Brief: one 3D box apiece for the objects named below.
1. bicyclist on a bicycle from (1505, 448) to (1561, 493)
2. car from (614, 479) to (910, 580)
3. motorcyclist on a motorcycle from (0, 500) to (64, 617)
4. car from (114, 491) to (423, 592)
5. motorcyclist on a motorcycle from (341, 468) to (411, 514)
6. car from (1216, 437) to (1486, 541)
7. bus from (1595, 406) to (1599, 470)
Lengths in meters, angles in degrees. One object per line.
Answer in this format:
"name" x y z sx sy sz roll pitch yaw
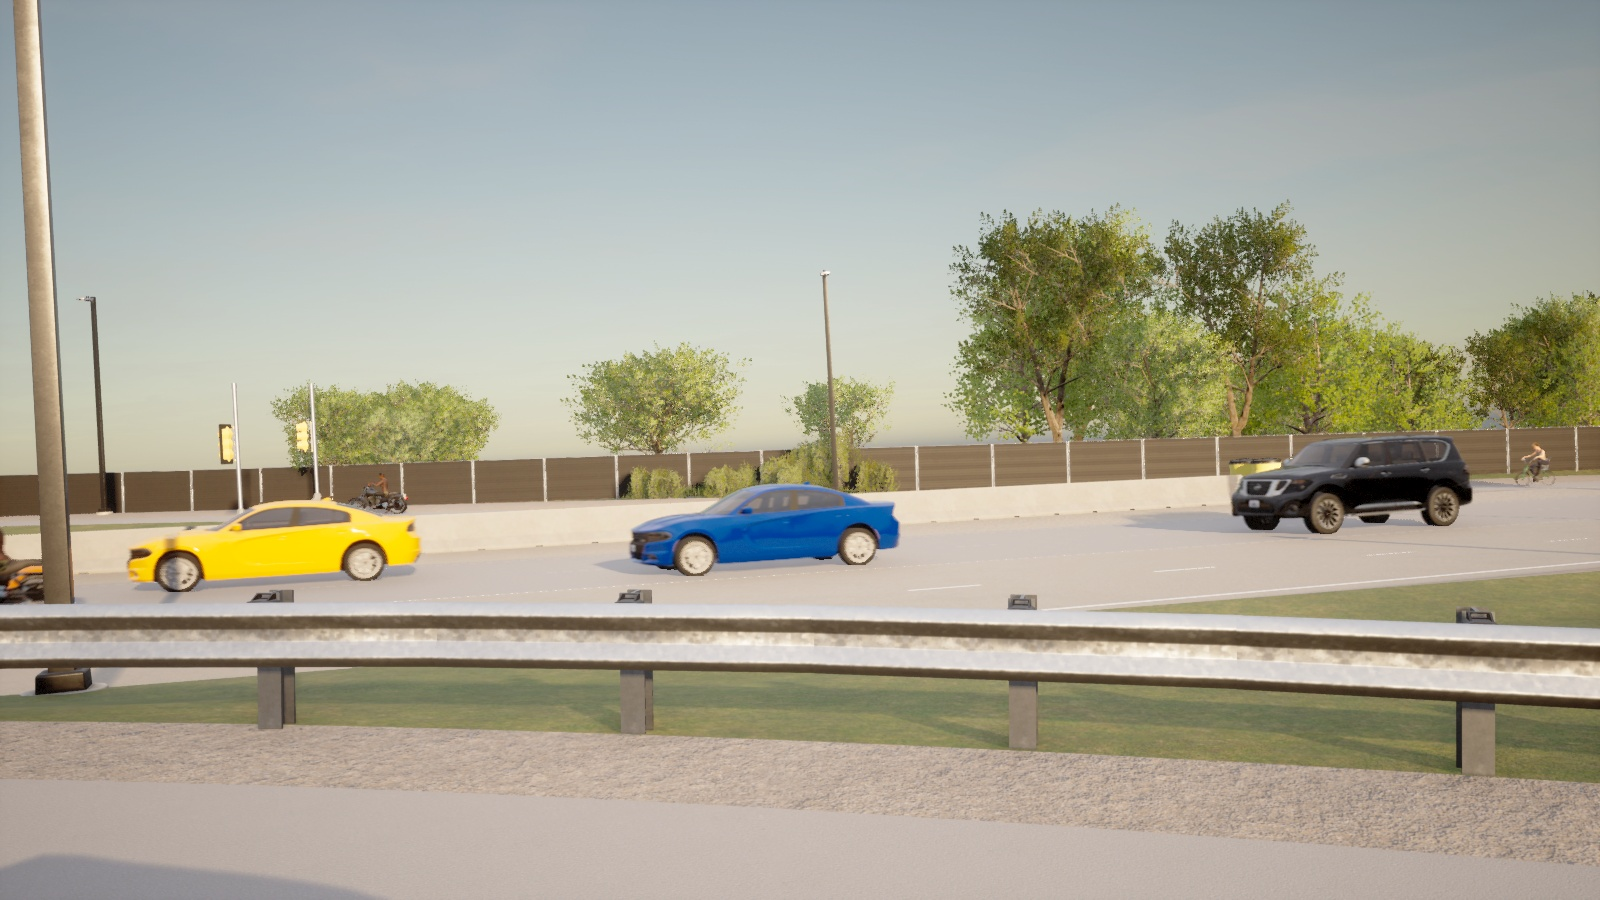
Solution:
"bicyclist on a bicycle" 26.820 0.737 45.945 1.509 1.612 0.866 -1 0 -3
"car" -0.685 1.375 22.892 5.008 1.535 1.882 -1 -1 -21
"motorcyclist on a motorcycle" -12.208 1.608 18.390 2.350 1.649 0.766 -1 -1 -21
"car" -9.659 1.617 23.142 5.008 1.535 1.882 -1 -1 -21
"motorcyclist on a motorcycle" -16.092 1.551 47.686 2.350 1.649 0.766 -1 0 6
"car" 12.276 0.819 27.961 5.566 2.045 2.150 -1 -1 -21
"bus" 56.941 -1.005 79.873 3.944 4.253 10.273 -3 0 -21
